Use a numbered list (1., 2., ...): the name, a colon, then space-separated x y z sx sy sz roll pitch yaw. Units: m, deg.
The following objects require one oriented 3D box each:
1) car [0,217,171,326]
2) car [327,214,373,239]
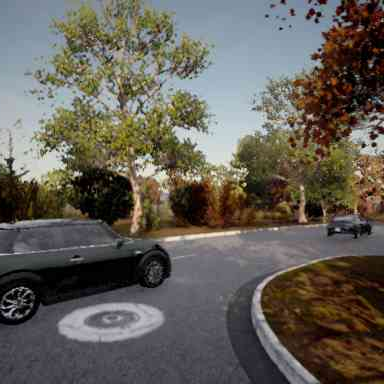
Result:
1. car: -2.588 1.382 7.455 2.097 1.767 4.553 -1 -1 42
2. car: 10.360 2.194 21.819 1.812 1.442 4.674 -1 -3 42
